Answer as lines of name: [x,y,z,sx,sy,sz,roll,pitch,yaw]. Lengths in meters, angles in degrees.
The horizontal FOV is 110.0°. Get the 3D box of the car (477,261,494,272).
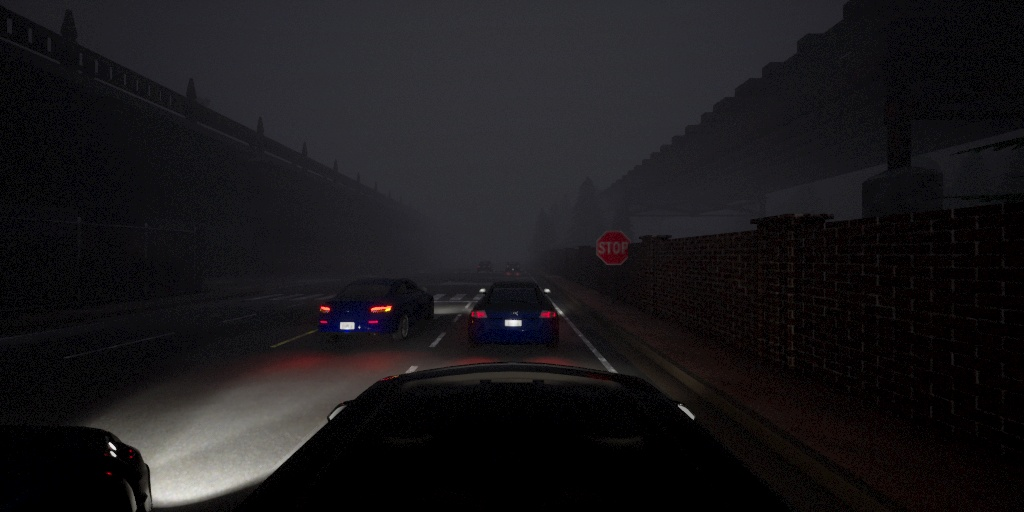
car: [-3.401,1.297,45.854,2.033,1.411,5.357,0,0,-1]

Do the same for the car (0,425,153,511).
car: [-3.398,1.314,0.623,1.994,1.385,4.181,0,0,0]

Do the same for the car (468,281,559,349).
car: [0.069,1.314,9.197,1.994,1.385,4.181,0,0,1]

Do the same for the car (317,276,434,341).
car: [-3.413,1.276,9.719,1.812,1.442,4.674,0,0,0]

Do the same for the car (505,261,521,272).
car: [0.094,1.351,46.016,1.895,1.301,4.718,0,0,-1]
